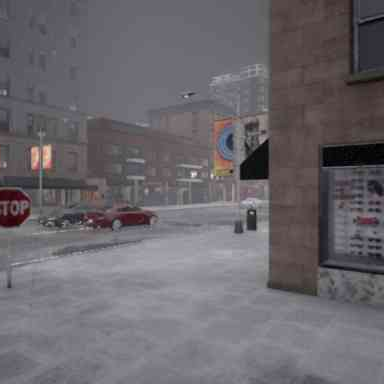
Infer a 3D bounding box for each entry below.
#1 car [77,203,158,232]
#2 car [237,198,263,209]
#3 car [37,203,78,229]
[{"bbox_3d":[-4.185,1.465,20.483,1.882,1.535,5.008,0,0,35],"label":"car"},{"bbox_3d":[7.532,1.474,42.861,1.812,1.442,4.674,0,0,36],"label":"car"},{"bbox_3d":[-7.547,1.491,21.712,1.837,1.490,4.892,0,0,35],"label":"car"}]
